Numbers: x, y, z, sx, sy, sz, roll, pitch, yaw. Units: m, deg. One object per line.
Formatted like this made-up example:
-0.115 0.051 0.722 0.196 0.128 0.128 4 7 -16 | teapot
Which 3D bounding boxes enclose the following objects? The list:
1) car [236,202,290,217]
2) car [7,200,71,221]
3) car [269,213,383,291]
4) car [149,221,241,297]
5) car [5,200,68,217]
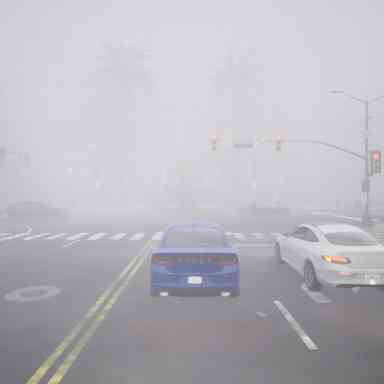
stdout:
6.471 1.601 30.410 4.718 1.301 1.895 0 0 0 | car
-12.219 1.525 26.907 4.674 1.442 1.812 0 0 0 | car
3.566 1.526 8.878 1.812 1.442 4.674 0 0 0 | car
0.065 1.478 8.628 1.882 1.535 5.008 0 0 0 | car
-14.161 1.505 30.391 4.892 1.490 1.837 0 0 0 | car
